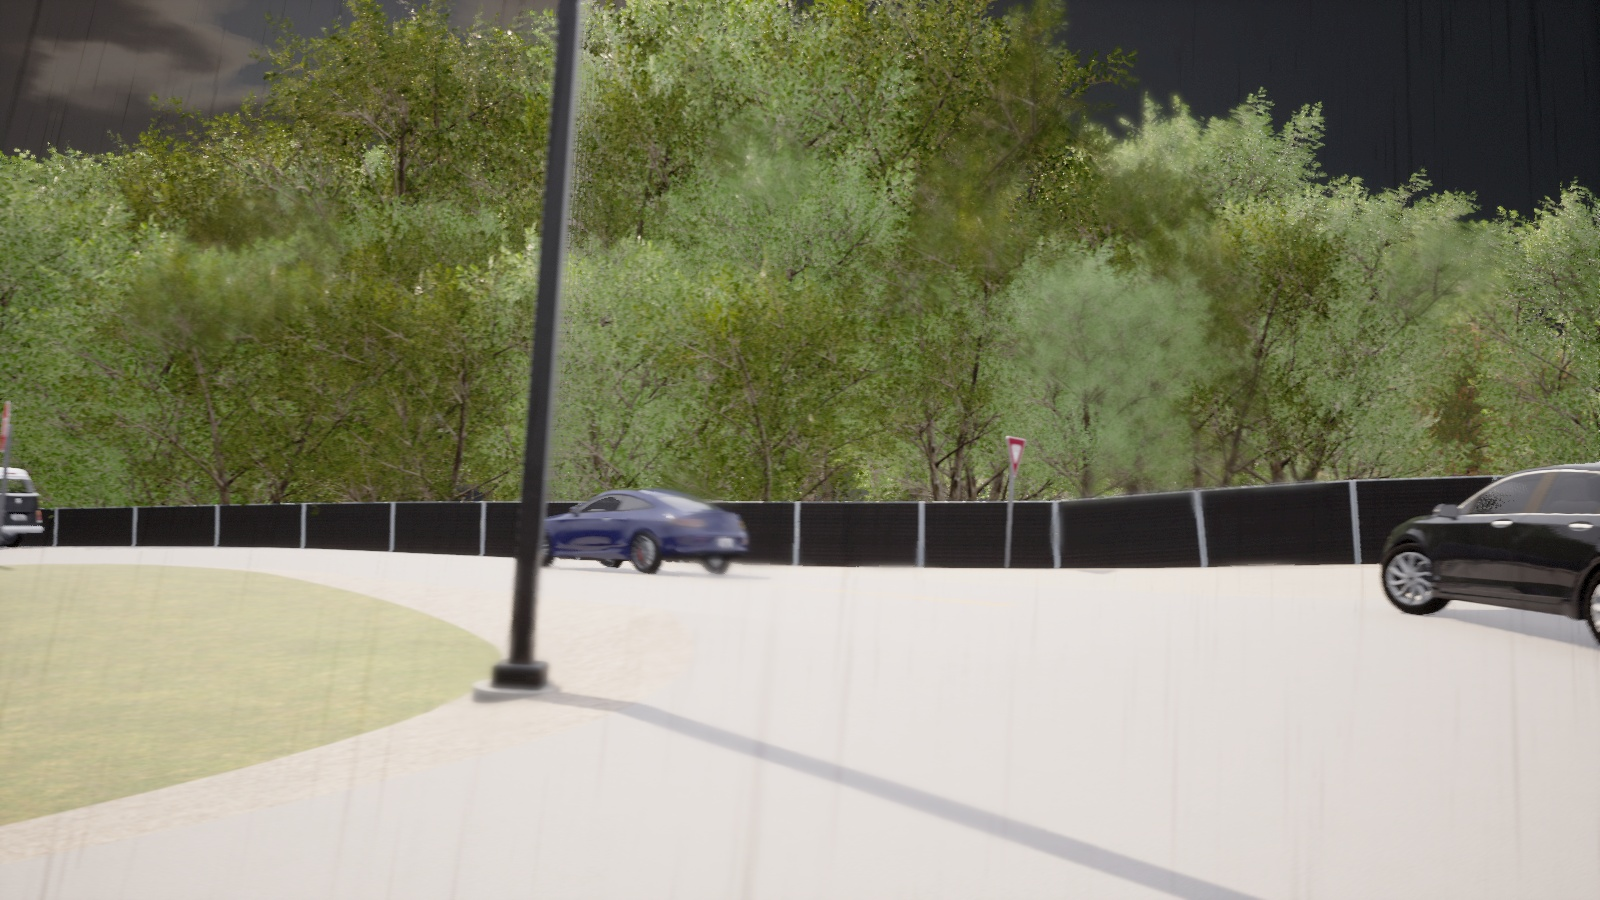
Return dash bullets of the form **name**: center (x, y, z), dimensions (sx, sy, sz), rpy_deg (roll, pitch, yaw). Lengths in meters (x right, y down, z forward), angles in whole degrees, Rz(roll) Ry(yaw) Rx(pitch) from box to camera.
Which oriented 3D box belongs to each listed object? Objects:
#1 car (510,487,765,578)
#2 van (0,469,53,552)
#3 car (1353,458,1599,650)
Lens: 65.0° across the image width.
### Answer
- **car**: center (-2.953, 1.438, 22.171), dimensions (4.674, 1.442, 1.812), rpy_deg (-2, -6, 42)
- **van**: center (-21.772, 1.596, 31.956), dimensions (4.480, 2.038, 2.069), rpy_deg (-2, -3, 10)
- **car**: center (7.037, 0.848, 11.086), dimensions (1.837, 1.490, 4.892), rpy_deg (1, -1, -4)
